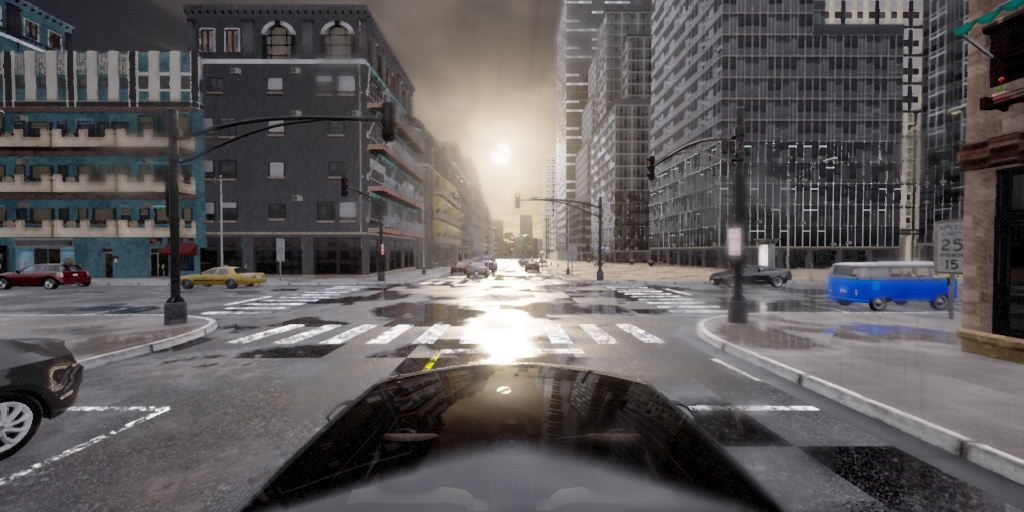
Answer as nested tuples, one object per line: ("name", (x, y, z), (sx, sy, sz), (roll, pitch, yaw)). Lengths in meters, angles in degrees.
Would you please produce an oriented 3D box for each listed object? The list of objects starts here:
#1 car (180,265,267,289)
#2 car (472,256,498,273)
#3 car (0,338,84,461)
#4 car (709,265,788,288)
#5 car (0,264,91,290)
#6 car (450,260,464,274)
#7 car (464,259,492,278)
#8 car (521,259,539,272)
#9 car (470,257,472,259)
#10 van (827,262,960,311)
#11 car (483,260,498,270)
("car", (-17.930, 1.245, 22.133), (4.829, 1.417, 1.751), (0, 0, 0))
("car", (-3.193, 0.963, 44.127), (2.150, 2.045, 5.566), (0, 0, 0))
("car", (-5.692, 1.300, 2.178), (2.007, 1.370, 4.403), (0, 0, 0))
("car", (14.628, 1.214, 22.262), (4.313, 1.339, 1.948), (0, 0, 0))
("car", (-28.828, 1.188, 22.090), (4.097, 1.591, 1.967), (0, 0, 0))
("car", (-5.781, 1.287, 40.245), (1.888, 1.381, 4.507), (0, 0, 0))
("car", (-3.174, 1.269, 34.221), (1.812, 1.442, 4.674), (0, 0, 0))
("car", (2.553, 1.287, 45.970), (1.888, 1.381, 4.507), (0, 0, 0))
("car", (-5.794, 1.181, 45.893), (1.967, 1.591, 4.097), (0, 0, 0))
("van", (14.661, 1.116, 13.882), (3.998, 1.789, 1.690), (0, 0, 0))
("car", (-3.206, 1.306, 54.101), (1.994, 1.385, 4.181), (0, 0, 0))
